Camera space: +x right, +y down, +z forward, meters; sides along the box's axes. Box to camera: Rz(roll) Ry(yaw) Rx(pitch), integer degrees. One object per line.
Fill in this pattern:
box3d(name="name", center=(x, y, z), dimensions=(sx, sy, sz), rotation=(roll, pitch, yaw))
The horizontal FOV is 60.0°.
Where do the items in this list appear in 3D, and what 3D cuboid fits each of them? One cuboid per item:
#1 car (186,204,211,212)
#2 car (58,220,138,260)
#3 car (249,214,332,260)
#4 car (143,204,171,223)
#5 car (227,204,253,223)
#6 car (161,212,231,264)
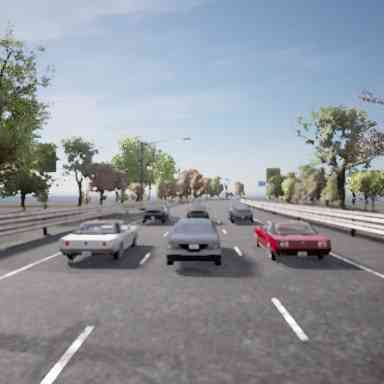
box3d(name="car", center=(0.532, 1.800, 28.152), dimensions=(1.837, 1.490, 4.892), rotation=(0, 0, 3))
box3d(name="car", center=(-3.377, 1.738, 13.063), dimensions=(1.895, 1.301, 4.718), rotation=(0, -1, 1))
box3d(name="car", center=(3.624, 1.735, 12.957), dimensions=(1.895, 1.301, 4.718), rotation=(0, -1, 1))
box3d(name="car", center=(-2.955, 1.791, 28.299), dimensions=(1.837, 1.490, 4.892), rotation=(1, -1, 3))
box3d(name="car", center=(4.031, 1.784, 28.039), dimensions=(2.128, 1.511, 4.902), rotation=(0, 0, 3))
box3d(name="car", center=(0.102, 1.675, 12.277), dimensions=(2.033, 1.411, 5.357), rotation=(0, -1, 1))
